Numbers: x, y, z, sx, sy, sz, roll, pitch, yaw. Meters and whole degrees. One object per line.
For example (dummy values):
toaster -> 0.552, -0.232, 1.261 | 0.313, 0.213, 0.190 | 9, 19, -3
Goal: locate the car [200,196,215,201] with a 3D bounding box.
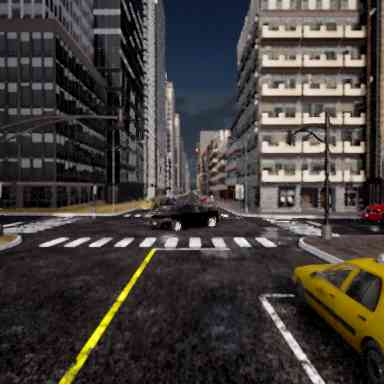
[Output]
car -> 2.673, 1.640, 48.305 | 2.008, 1.369, 4.403 | -1, 0, 0

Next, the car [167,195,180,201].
car -> -3.092, 1.620, 50.768 | 1.812, 1.442, 4.674 | 0, 0, 0

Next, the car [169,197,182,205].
car -> -3.043, 1.661, 61.153 | 2.033, 1.411, 5.357 | 0, 0, 0

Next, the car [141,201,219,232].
car -> -0.405, 1.515, 20.618 | 1.882, 1.535, 5.008 | -2, -1, 44

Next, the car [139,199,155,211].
car -> -5.706, 1.603, 42.480 | 1.752, 1.417, 4.829 | -1, 0, 0

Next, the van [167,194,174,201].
van -> -5.714, 1.507, 87.887 | 1.690, 1.788, 3.998 | -1, 0, 0

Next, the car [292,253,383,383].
car -> 2.807, 1.535, 4.865 | 1.752, 1.417, 4.829 | -1, 0, 0

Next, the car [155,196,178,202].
car -> -3.094, 1.580, 41.021 | 1.837, 1.490, 4.892 | 0, 0, 0

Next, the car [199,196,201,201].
car -> 2.668, 1.595, 82.233 | 1.967, 1.590, 4.097 | -1, 0, 0

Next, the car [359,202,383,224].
car -> 16.021, 1.381, 25.240 | 5.566, 2.045, 2.150 | -1, 1, 0

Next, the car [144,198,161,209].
car -> -5.706, 1.655, 48.304 | 1.947, 1.339, 4.313 | -1, 0, 0

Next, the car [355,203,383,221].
car -> 16.312, 1.683, 27.830 | 4.403, 1.369, 2.008 | 0, 0, 1
